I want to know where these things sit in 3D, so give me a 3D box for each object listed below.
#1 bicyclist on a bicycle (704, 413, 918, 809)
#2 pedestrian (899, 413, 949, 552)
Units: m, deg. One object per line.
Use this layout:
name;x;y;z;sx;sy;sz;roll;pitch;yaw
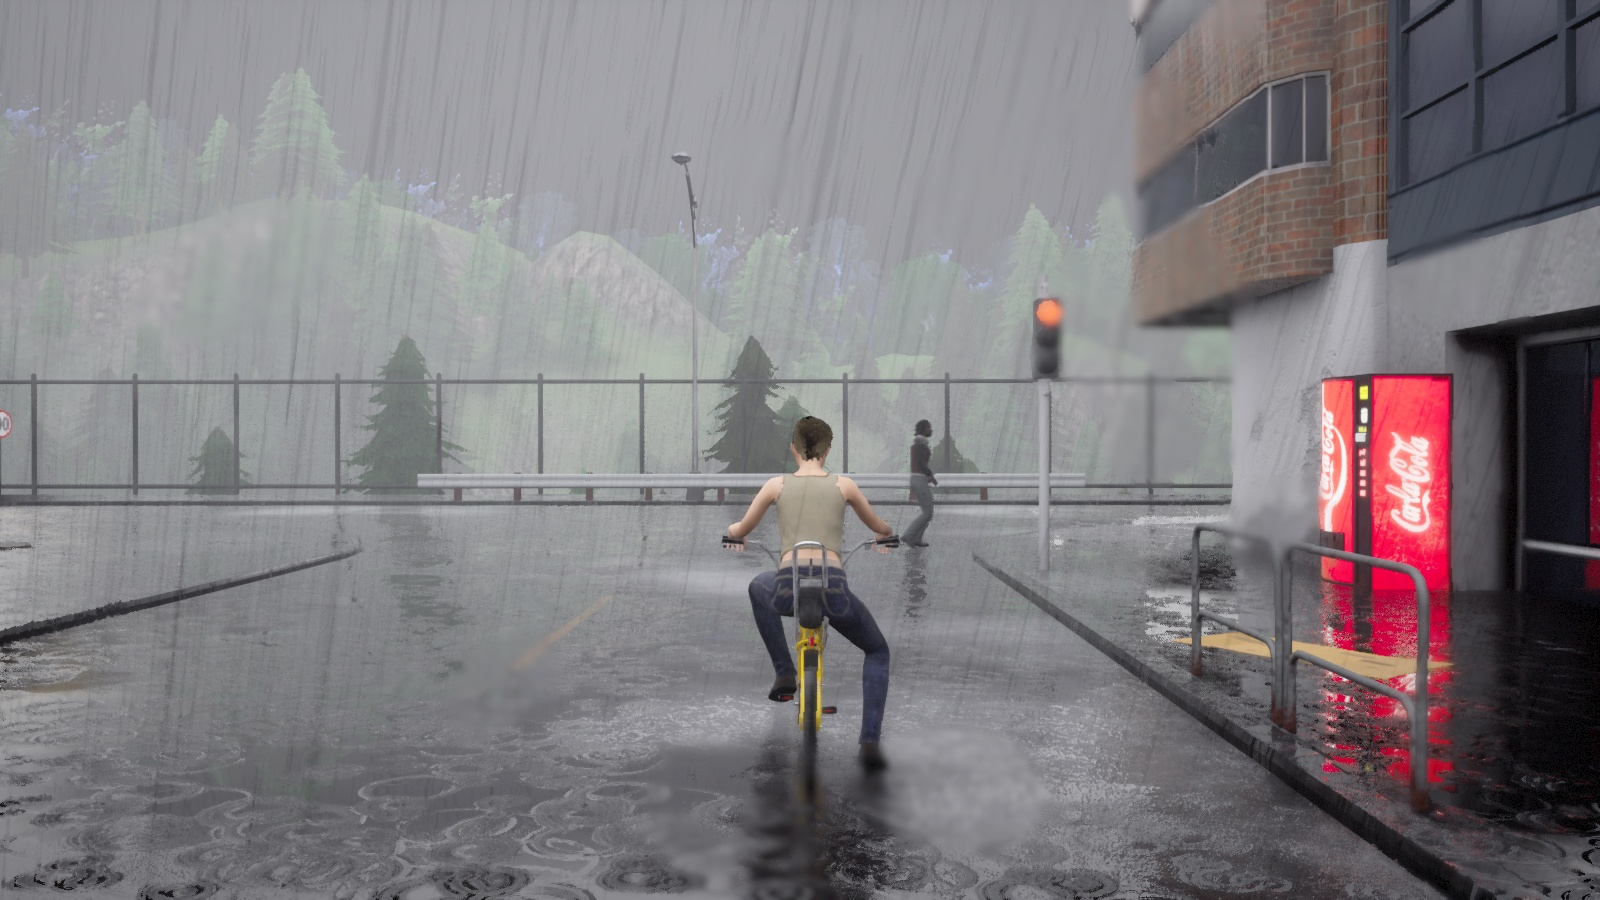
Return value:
bicyclist on a bicycle;0.049;0.650;5.861;0.866;1.612;1.509;0;0;0
pedestrian;1.738;0.448;17.617;0.666;1.930;0.402;0;0;1
